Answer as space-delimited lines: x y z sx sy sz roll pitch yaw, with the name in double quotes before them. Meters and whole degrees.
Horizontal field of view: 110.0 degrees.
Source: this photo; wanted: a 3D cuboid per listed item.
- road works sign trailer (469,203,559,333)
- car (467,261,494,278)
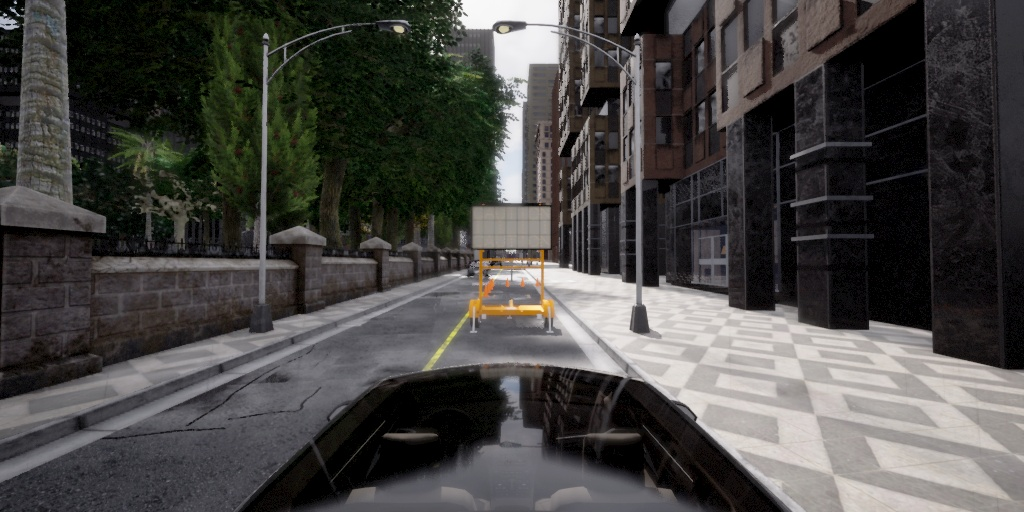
"road works sign trailer" -0.009 0.221 10.757 2.380 3.560 2.880 0 0 0
"car" -3.139 1.287 34.041 2.128 1.511 4.902 0 0 0
